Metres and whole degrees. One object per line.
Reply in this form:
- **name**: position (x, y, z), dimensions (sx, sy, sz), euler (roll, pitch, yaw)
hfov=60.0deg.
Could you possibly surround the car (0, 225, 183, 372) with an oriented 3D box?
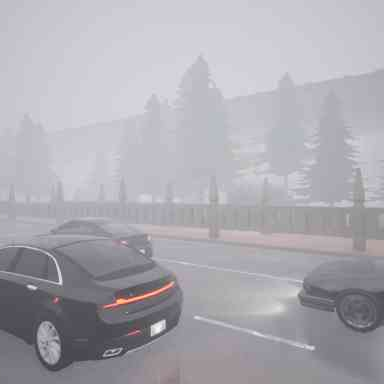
- **car**: position (-2.411, 1.505, 5.707), dimensions (4.892, 1.490, 1.837), euler (0, 0, 35)

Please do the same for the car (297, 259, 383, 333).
- **car**: position (4.510, 1.547, 5.075), dimensions (5.357, 1.411, 2.033), euler (0, 0, 35)

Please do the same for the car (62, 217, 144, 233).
- **car**: position (-3.305, 1.526, 10.637), dimensions (4.674, 1.442, 1.812), euler (0, 0, 35)
